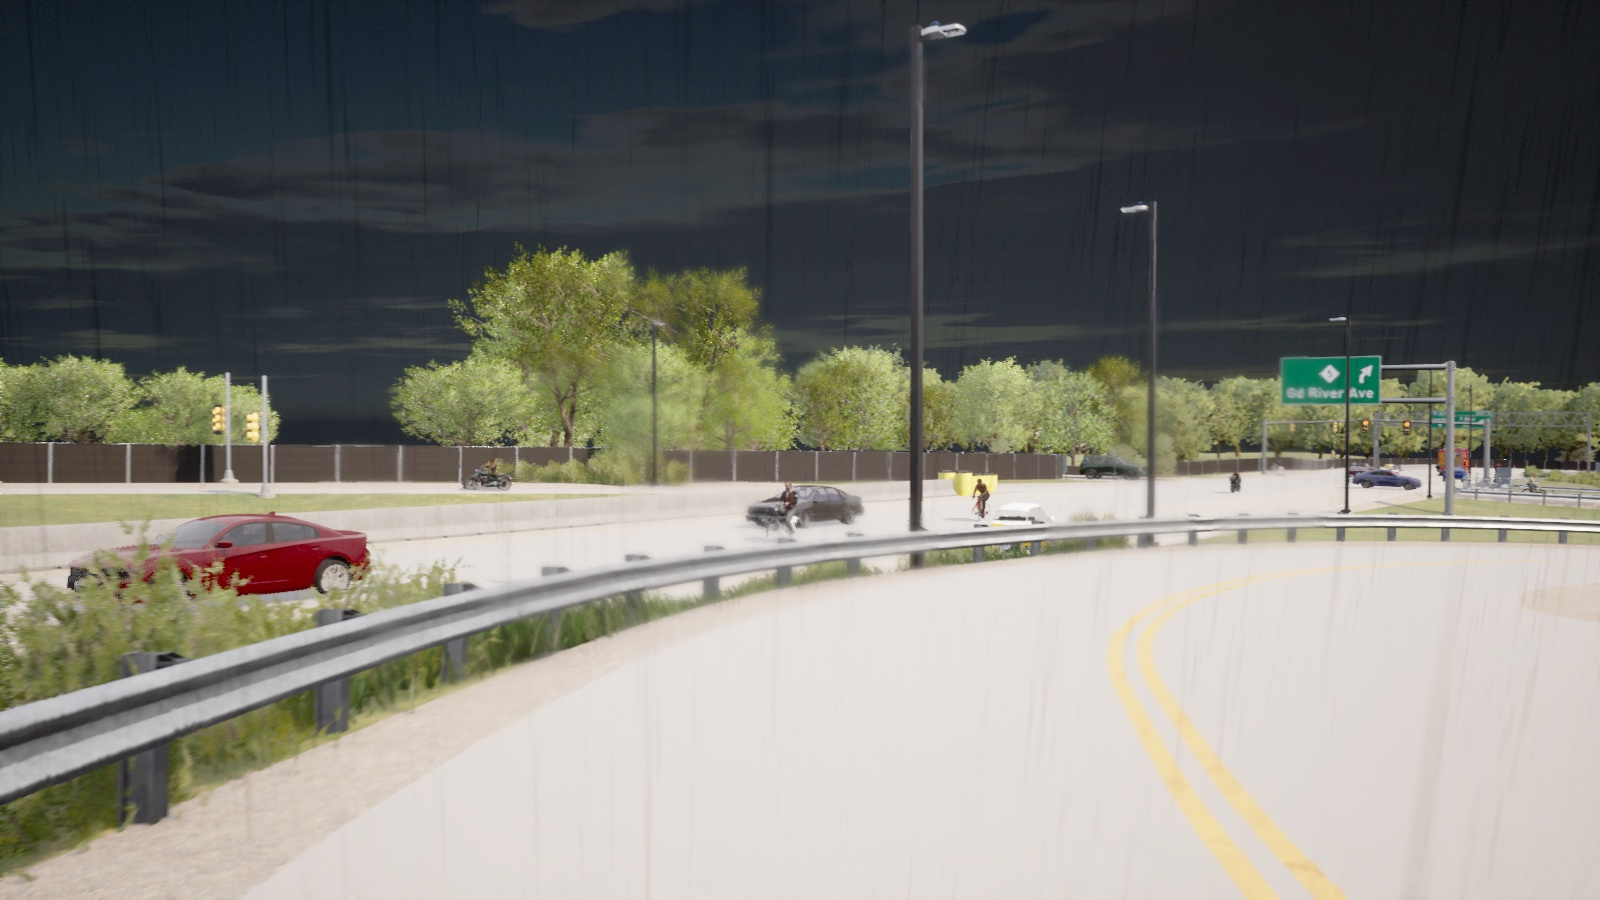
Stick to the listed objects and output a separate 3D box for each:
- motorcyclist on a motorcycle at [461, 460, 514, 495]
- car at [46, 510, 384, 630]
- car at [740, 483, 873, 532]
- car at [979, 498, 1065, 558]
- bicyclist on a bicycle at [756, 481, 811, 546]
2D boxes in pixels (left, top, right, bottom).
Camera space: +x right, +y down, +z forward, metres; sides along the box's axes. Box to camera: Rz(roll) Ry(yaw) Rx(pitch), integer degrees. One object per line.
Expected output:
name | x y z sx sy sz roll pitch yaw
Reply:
motorcyclist on a motorcycle | -15.052 1.301 60.457 2.350 1.649 0.766 0 1 -30
car | -9.786 1.926 21.464 1.882 1.535 5.008 0 0 33
car | 0.310 1.938 43.603 2.033 1.411 5.357 0 0 33
car | 5.811 2.013 32.754 1.481 1.376 2.207 0 1 33
bicyclist on a bicycle | -0.454 1.794 35.952 0.659 1.776 1.843 0 0 33
